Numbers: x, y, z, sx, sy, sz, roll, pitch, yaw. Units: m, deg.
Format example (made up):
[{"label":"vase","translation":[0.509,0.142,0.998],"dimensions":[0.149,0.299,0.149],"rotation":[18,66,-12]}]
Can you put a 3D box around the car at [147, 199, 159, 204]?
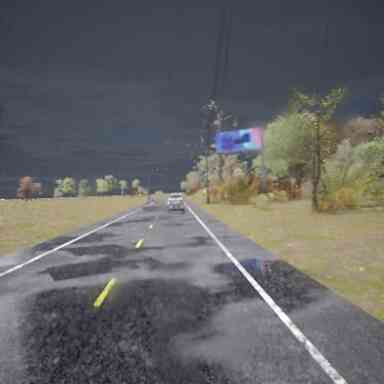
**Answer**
[{"label":"car","translation":[-5.989,1.335,51.278],"dimensions":[1.994,1.385,4.181],"rotation":[-2,0,-3]}]

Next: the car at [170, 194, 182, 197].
[{"label":"car","translation":[-2.261,1.260,47.442],"dimensions":[2.150,2.045,5.566],"rotation":[-2,0,-2]}]

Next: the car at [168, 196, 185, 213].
[{"label":"car","translation":[-1.739,1.575,37.369],"dimensions":[2.033,1.411,5.357],"rotation":[-2,0,-2]}]
